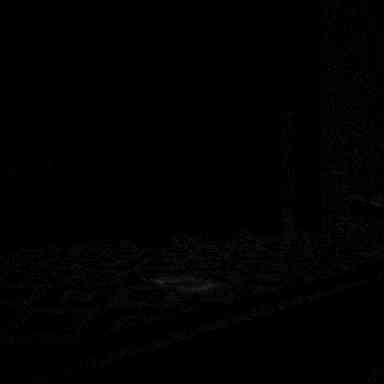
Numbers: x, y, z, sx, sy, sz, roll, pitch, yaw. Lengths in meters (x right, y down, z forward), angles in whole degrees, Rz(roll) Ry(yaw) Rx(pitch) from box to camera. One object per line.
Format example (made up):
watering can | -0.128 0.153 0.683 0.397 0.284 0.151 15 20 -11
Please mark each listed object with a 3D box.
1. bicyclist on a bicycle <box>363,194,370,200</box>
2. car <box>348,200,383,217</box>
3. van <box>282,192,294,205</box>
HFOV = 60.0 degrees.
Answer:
bicyclist on a bicycle | 20.870 1.030 39.644 1.656 1.620 0.582 0 1 -36
car | 14.846 1.367 28.314 2.008 1.369 4.403 1 0 -36
van | 12.282 0.930 46.588 1.690 1.788 3.998 1 0 -36
